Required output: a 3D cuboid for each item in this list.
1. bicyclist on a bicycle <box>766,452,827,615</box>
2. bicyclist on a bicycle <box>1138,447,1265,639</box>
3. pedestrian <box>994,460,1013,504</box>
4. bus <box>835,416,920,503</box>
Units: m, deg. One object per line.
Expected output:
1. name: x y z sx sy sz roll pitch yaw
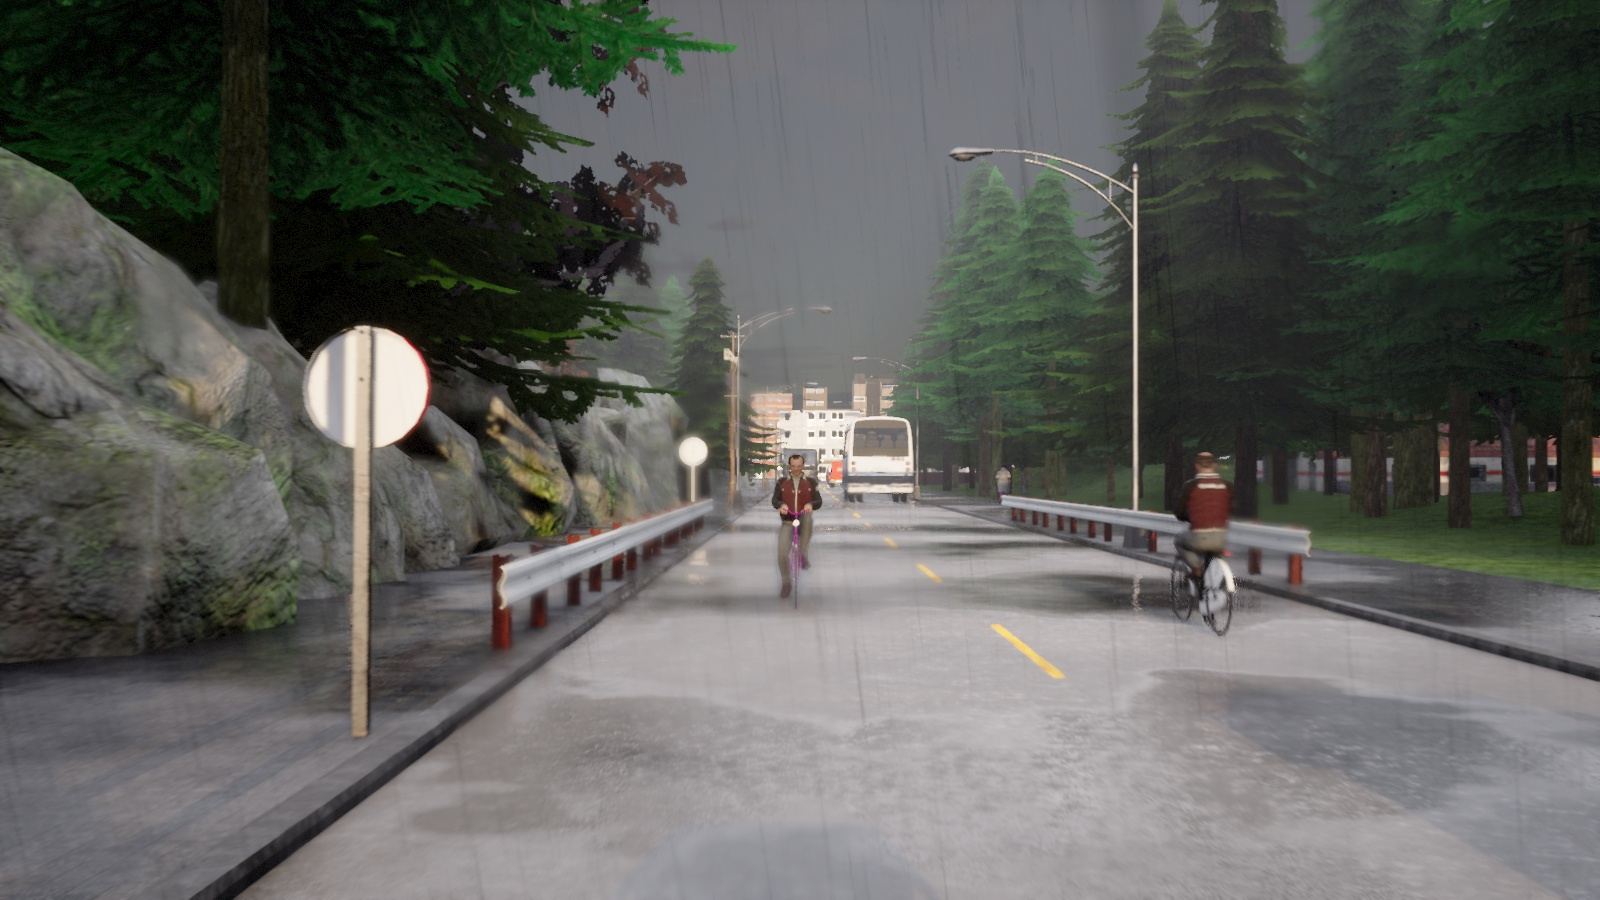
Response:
1. bicyclist on a bicycle: -0.037 0.929 14.603 0.659 1.776 1.843 0 -1 0
2. bicyclist on a bicycle: 3.968 0.880 12.558 0.659 1.776 1.843 0 -1 0
3. pedestrian: 9.190 1.436 56.674 0.659 1.952 0.873 -1 -1 24
4. bus: 3.977 0.547 67.214 3.944 4.253 10.273 0 -1 0
